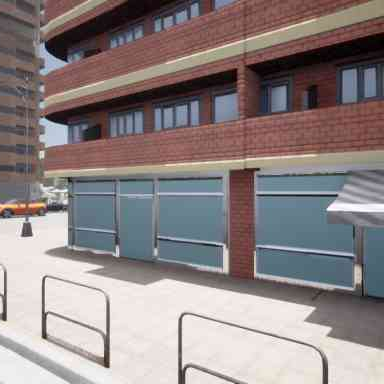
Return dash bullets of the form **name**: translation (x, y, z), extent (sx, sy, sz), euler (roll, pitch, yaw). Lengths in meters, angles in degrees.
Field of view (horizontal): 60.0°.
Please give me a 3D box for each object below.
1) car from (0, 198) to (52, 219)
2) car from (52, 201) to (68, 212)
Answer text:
- **car**: translation (-15.480, 1.352, 29.729), extent (2.097, 1.767, 4.553), euler (0, 0, 36)
- **car**: translation (-15.369, 1.601, 35.814), extent (1.895, 1.301, 4.718), euler (0, 0, 36)
